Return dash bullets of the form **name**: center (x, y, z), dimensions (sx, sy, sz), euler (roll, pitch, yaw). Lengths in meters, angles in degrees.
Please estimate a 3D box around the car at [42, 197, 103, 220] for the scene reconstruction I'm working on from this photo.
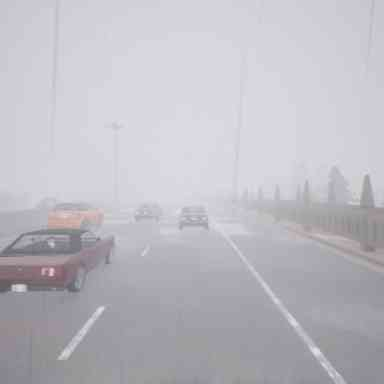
- **car**: center (-6.898, 1.365, 20.137), dimensions (2.097, 1.767, 4.553), euler (0, 0, 0)

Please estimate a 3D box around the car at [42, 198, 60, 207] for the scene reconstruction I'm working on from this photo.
- **car**: center (-22.998, 1.682, 54.349), dimensions (1.994, 1.385, 4.181), euler (0, 0, -11)

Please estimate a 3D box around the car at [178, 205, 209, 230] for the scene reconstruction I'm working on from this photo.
- **car**: center (0.101, 1.562, 21.288), dimensions (2.033, 1.411, 5.357), euler (0, 0, 0)

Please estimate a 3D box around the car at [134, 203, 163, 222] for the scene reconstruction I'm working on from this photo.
- **car**: center (-3.399, 1.571, 26.780), dimensions (2.033, 1.411, 5.357), euler (0, 0, 0)

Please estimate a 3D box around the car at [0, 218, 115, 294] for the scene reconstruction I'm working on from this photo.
- **car**: center (-3.399, 1.603, 8.776), dimensions (1.895, 1.301, 4.718), euler (0, 0, 0)

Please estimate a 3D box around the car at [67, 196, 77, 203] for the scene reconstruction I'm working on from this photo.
- **car**: center (-28.995, 1.772, 80.152), dimensions (1.812, 1.442, 4.674), euler (0, 0, -27)

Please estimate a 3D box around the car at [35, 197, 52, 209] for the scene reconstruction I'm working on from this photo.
- **car**: center (-17.868, 1.412, 41.580), dimensions (2.097, 1.767, 4.553), euler (0, 0, -4)
